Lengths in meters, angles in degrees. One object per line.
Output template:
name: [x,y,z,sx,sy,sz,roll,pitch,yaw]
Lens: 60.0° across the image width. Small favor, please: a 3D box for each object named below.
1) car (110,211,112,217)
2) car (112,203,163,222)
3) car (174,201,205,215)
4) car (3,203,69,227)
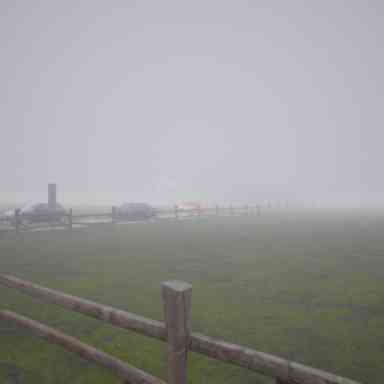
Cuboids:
car: [-6.107,1.952,33.956,2.128,1.511,4.902,-1,-1,35]
car: [-4.746,1.756,30.793,2.097,1.767,4.553,-1,-1,35]
car: [-0.326,1.992,42.122,2.097,1.767,4.553,-1,-1,35]
car: [-11.974,1.630,25.668,2.097,1.767,4.553,-1,-1,35]
